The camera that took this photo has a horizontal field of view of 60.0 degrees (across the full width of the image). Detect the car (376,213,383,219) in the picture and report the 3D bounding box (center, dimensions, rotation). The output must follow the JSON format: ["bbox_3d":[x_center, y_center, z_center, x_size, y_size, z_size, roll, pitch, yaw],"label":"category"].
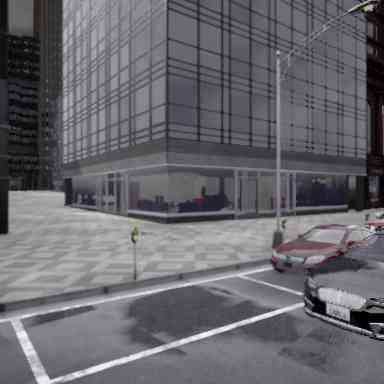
[{"bbox_3d":[8.533,1.342,12.741,5.009,1.841,2.192,0,0,-36],"label":"car"}]

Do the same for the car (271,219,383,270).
[{"bbox_3d":[4.116,1.598,9.589,4.206,1.307,1.802,0,0,-36],"label":"car"}]

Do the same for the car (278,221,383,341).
[{"bbox_3d":[4.148,1.506,6.297,4.902,1.511,2.128,0,0,-35],"label":"car"}]
